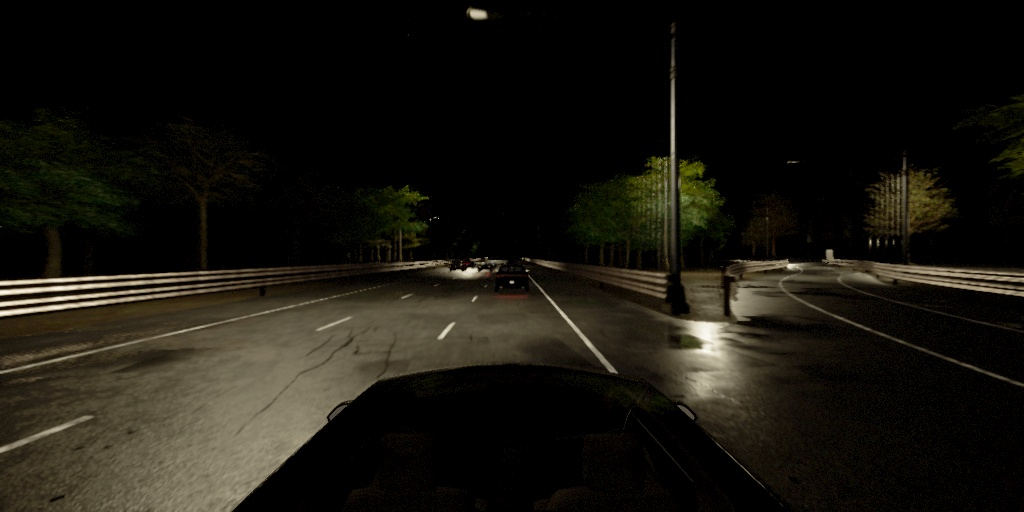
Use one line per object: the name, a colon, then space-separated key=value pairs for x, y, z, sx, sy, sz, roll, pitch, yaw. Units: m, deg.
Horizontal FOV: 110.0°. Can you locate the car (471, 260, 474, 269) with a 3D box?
car: x=-6.998 y=1.376 z=58.193 sx=1.837 sy=1.490 sz=4.892 roll=0 pitch=0 yaw=0

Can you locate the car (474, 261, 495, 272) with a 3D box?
car: x=-3.500 y=1.442 z=47.778 sx=1.895 sy=1.301 sz=4.718 roll=0 pitch=0 yaw=0

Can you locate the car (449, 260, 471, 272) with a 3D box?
car: x=-7.002 y=1.386 z=47.034 sx=2.033 sy=1.411 sz=5.357 roll=0 pitch=0 yaw=0

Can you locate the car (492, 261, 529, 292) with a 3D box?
car: x=-0.002 y=1.247 z=21.689 sx=1.882 sy=1.535 sz=5.008 roll=0 pitch=0 yaw=0
